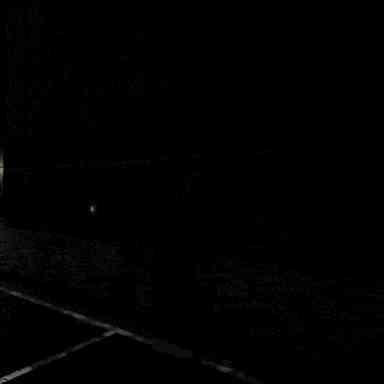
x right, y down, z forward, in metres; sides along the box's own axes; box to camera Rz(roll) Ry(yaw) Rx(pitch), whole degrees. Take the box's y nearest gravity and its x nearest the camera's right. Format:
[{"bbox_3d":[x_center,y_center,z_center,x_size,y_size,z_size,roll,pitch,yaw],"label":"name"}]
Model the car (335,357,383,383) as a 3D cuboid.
[{"bbox_3d":[2.465,1.448,1.207,4.097,1.590,1.967,0,0,36],"label":"car"}]
